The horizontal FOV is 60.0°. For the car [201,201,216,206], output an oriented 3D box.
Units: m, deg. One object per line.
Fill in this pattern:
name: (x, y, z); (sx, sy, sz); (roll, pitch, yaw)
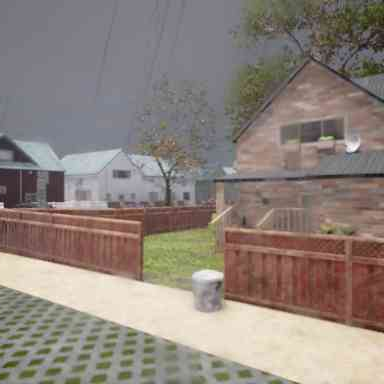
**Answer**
car: (2.216, 1.890, 39.976); (1.882, 1.535, 5.008); (0, 0, 37)

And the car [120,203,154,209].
car: (-5.168, 1.787, 30.135); (2.128, 1.511, 4.902); (0, -1, 37)

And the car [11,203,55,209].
car: (-11.169, 1.552, 22.114); (2.097, 1.767, 4.553); (0, -1, 37)
